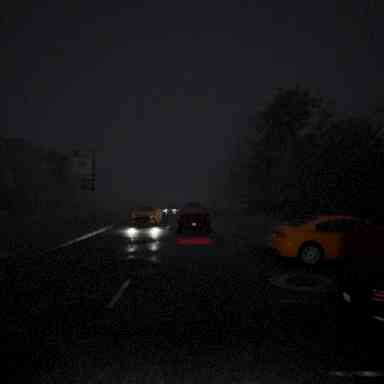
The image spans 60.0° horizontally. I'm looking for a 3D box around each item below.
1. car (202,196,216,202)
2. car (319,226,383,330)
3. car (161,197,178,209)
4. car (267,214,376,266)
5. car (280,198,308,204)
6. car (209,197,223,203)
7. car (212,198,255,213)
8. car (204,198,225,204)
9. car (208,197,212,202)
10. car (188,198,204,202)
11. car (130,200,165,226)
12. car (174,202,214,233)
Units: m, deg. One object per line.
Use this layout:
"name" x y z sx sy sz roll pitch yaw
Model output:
"car" 5.176 1.886 73.677 4.553 1.767 2.185 0 -1 0
"car" 5.093 1.491 5.590 5.008 1.535 2.097 0 0 0
"car" -3.218 1.903 51.619 2.033 1.411 5.357 0 0 0
"car" 5.086 1.516 11.158 5.008 1.535 2.097 0 0 0
"car" 19.019 1.614 62.056 5.008 1.535 1.882 -1 -3 -1
"car" 5.125 1.764 42.792 5.008 1.535 2.097 0 0 0
"car" 5.114 1.779 39.643 4.674 1.452 2.002 0 0 0
"car" 5.106 2.079 76.845 4.674 1.452 2.002 0 0 0
"car" 5.116 1.791 46.065 4.892 1.521 2.231 0 0 0
"car" 0.130 1.757 38.837 1.837 1.490 4.892 0 0 0
"car" -3.331 1.617 24.758 1.882 1.535 5.008 0 0 0
"car" 0.115 1.580 20.221 1.882 1.535 5.008 0 -1 0
